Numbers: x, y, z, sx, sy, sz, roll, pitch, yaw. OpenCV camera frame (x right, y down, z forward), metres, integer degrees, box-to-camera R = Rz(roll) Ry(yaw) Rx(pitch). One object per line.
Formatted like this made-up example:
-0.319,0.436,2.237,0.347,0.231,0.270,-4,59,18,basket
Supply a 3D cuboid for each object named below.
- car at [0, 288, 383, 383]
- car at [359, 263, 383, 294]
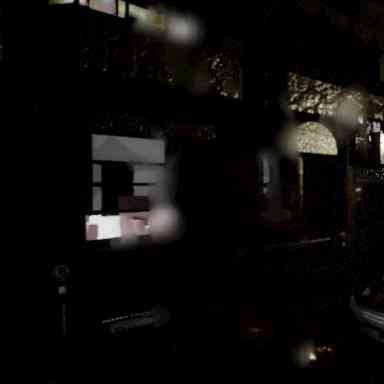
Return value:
-0.376,1.582,2.179,4.206,1.307,1.802,0,-1,-35,car
4.203,1.587,5.407,4.206,1.307,1.802,0,-1,-35,car
